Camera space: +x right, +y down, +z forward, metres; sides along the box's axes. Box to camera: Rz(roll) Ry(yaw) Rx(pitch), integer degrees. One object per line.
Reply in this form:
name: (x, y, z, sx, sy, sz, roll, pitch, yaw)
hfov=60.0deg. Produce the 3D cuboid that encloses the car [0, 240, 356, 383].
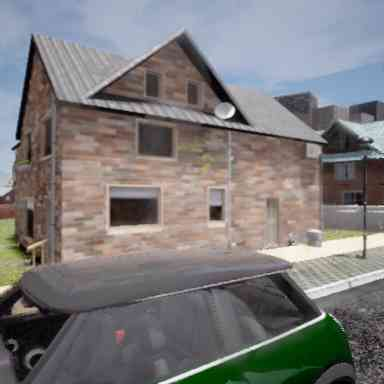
car: (-0.791, 1.355, 2.498, 4.553, 1.767, 2.097, 0, 0, -35)
